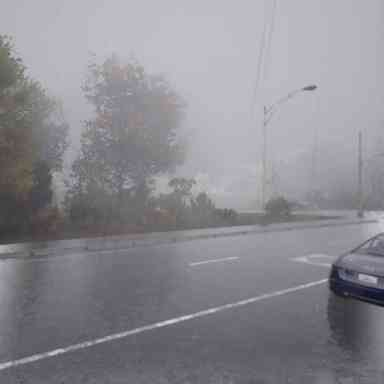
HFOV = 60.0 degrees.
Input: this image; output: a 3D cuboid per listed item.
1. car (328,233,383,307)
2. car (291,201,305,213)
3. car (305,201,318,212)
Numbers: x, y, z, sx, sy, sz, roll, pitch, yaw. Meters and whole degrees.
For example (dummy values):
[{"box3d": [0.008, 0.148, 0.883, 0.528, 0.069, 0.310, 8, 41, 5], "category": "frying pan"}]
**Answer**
[{"box3d": [4.873, 1.569, 7.226, 4.181, 1.385, 1.994, 0, 0, -34], "category": "car"}, {"box3d": [11.118, 1.869, 41.529, 2.128, 1.511, 4.902, 0, -2, -32], "category": "car"}, {"box3d": [14.097, 1.878, 43.369, 2.128, 1.511, 4.902, 0, -2, -32], "category": "car"}]
